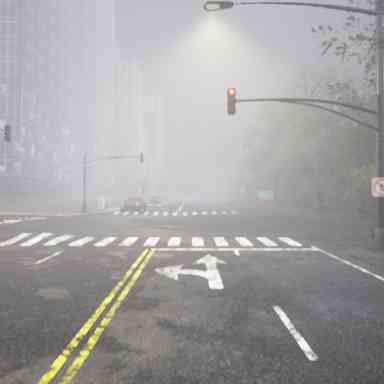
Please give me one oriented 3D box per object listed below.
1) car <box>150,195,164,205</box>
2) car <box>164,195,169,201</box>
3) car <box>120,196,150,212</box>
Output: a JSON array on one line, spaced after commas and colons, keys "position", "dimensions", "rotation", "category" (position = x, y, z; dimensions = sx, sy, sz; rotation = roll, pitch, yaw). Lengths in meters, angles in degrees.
[{"position": [-6.406, 1.396, 58.280], "dimensions": [1.837, 1.490, 4.892], "rotation": [0, 0, 0], "category": "car"}, {"position": [-6.377, 1.386, 76.646], "dimensions": [2.128, 1.511, 4.902], "rotation": [0, 0, 0], "category": "car"}, {"position": [-6.487, 1.294, 37.284], "dimensions": [2.097, 1.767, 4.553], "rotation": [1, 1, 3], "category": "car"}]
